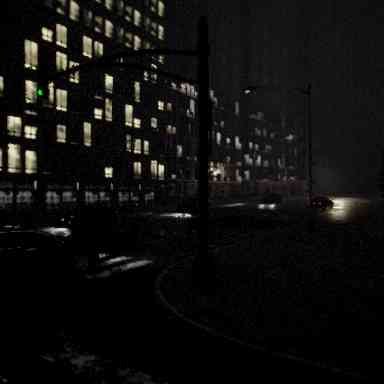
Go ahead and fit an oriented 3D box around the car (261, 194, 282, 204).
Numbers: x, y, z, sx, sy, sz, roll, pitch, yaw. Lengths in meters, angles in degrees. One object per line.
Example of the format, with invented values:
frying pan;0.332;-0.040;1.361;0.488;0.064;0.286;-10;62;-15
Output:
car;12.215;0.984;50.813;1.882;1.535;5.008;0;0;35

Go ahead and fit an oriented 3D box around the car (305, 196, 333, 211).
car;13.672;1.177;35.589;2.033;1.411;5.357;0;1;34

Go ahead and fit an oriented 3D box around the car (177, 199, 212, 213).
car;0.269;1.361;33.361;1.994;1.385;4.181;0;1;34

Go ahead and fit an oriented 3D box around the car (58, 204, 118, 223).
car;-7.036;1.536;22.581;1.994;1.385;4.181;0;1;34

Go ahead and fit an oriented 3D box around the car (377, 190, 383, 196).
car;47.580;0.234;82.300;5.008;1.535;1.882;-1;1;-43

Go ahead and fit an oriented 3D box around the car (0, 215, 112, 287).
car;-4.651;1.624;8.552;1.837;1.490;4.892;-1;0;34
